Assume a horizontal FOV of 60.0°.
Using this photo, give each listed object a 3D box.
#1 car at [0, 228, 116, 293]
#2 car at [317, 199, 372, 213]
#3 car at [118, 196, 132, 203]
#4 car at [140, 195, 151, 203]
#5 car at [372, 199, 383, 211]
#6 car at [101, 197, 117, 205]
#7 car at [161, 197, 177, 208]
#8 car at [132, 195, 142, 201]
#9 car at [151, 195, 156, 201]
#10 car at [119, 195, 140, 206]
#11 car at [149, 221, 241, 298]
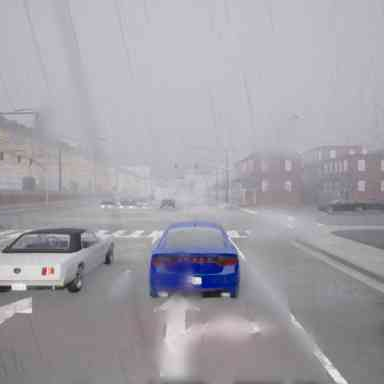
[{"bbox_3d":[-3.420,1.600,8.838,1.895,1.301,4.718,0,0,0],"label":"car"},{"bbox_3d":[16.192,1.475,36.048,5.008,1.535,1.882,0,0,0],"label":"car"},{"bbox_3d":[-13.925,1.591,69.514,1.895,1.301,4.718,0,0,0],"label":"car"},{"bbox_3d":[-10.425,1.495,69.898,1.837,1.490,4.892,0,0,0],"label":"car"},{"bbox_3d":[21.152,1.545,39.542,5.357,1.411,2.033,0,0,1],"label":"car"},{"bbox_3d":[-14.012,1.560,56.543,1.994,1.385,4.181,0,0,0],"label":"car"},{"bbox_3d":[-3.348,1.501,47.833,1.837,1.490,4.892,0,0,0],"label":"car"},{"bbox_3d":[-13.910,1.507,84.163,1.812,1.442,4.674,0,0,0],"label":"car"},{"bbox_3d":[-10.408,1.429,85.720,1.882,1.535,5.008,0,0,0],"label":"car"},{"bbox_3d":[-10.520,1.350,55.035,2.097,1.767,4.553,0,0,0],"label":"car"},{"bbox_3d":[0.075,1.477,8.571,1.882,1.535,5.008,0,0,1],"label":"car"}]
